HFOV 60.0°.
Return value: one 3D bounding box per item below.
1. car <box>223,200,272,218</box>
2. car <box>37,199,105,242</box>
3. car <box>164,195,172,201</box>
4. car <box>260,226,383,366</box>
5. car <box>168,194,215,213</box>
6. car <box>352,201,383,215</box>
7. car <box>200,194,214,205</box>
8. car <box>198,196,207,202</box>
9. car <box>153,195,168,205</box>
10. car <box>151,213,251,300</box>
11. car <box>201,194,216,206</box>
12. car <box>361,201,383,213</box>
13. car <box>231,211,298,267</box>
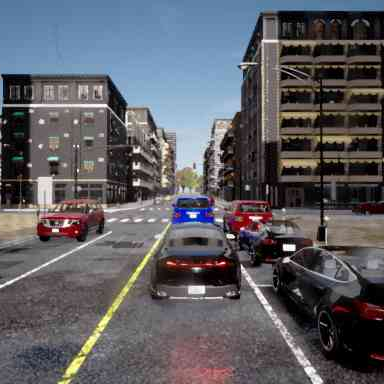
[{"bbox_3d":[2.728,1.322,16.670,2.192,1.841,5.009,1,0,0],"label":"car"},{"bbox_3d":[-5.798,1.322,16.636,2.192,1.841,5.009,1,0,0],"label":"car"},{"bbox_3d":[-5.948,1.563,82.966,1.752,1.417,4.829,1,0,0],"label":"car"},{"bbox_3d":[2.687,1.568,5.795,1.947,1.339,4.313,1,0,0],"label":"car"},{"bbox_3d":[0.042,1.229,18.304,2.150,2.045,5.566,0,0,0],"label":"car"},{"bbox_3d":[17.182,1.581,31.079,4.206,1.307,1.802,0,-1,0],"label":"car"},{"bbox_3d":[2.632,1.342,60.445,2.192,1.841,5.009,1,0,0],"label":"car"},{"bbox_3d":[2.450,1.601,77.529,1.947,1.339,4.313,1,0,0],"label":"car"},{"bbox_3d":[-5.996,1.577,60.352,2.008,1.369,4.403,1,0,0],"label":"car"},{"bbox_3d":[0.075,1.508,8.388,1.837,1.490,4.892,0,0,0],"label":"car"},{"bbox_3d":[2.659,1.339,54.745,2.192,1.841,5.009,1,0,0],"label":"car"},{"bbox_3d":[22.669,1.743,39.489,4.313,1.339,1.947,0,-1,0],"label":"car"},{"bbox_3d":[2.669,1.570,11.234,1.947,1.339,4.313,1,0,0],"label":"car"}]
